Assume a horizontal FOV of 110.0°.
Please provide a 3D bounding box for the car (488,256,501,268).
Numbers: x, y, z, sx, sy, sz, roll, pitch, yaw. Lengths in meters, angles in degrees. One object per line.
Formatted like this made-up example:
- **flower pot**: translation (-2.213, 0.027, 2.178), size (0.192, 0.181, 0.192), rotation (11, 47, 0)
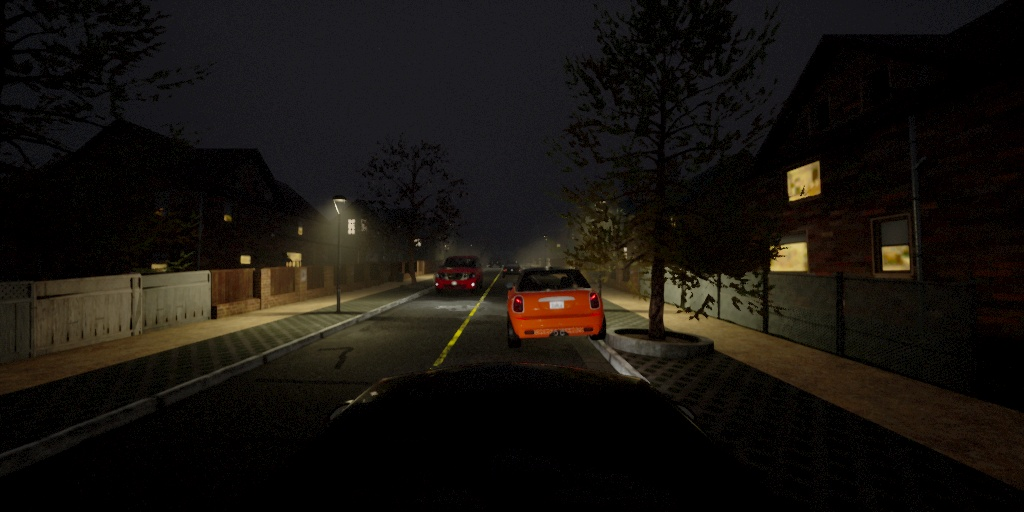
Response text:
- **car**: translation (-2.905, 1.100, 63.154), size (2.150, 2.045, 5.566), rotation (0, 0, 0)

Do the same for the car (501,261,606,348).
- **car**: translation (0.911, 1.058, 9.443), size (2.097, 1.767, 4.553), rotation (-3, -1, 0)

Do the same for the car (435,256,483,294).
- **car**: translation (-2.878, 0.994, 20.606), size (2.150, 2.045, 5.566), rotation (0, 0, 0)

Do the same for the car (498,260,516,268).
- **car**: translation (0.011, 1.344, 34.935), size (2.033, 1.411, 5.357), rotation (0, 0, 0)
